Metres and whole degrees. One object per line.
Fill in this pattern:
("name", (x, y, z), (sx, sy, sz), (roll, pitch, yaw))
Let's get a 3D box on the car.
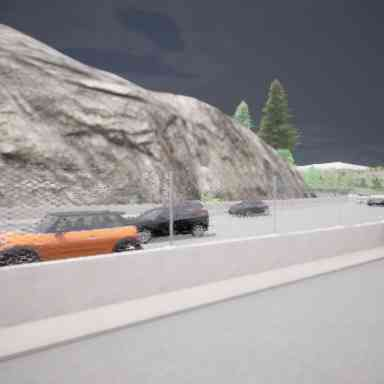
("car", (-3.856, 1.371, 9.968), (4.553, 1.767, 2.097), (0, 0, -37))
